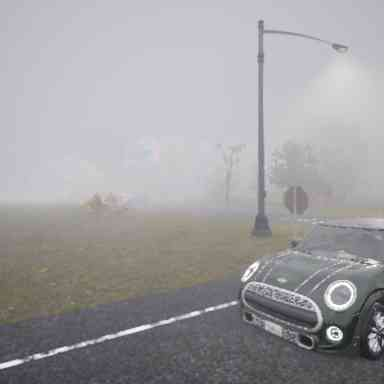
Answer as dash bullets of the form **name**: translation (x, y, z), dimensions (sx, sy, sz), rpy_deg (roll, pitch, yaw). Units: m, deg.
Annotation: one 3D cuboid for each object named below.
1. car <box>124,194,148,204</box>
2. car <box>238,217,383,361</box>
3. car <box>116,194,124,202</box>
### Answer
- **car**: translation (-9.137, 1.163, 56.390), dimensions (2.128, 1.511, 4.902), rpy_deg (0, 0, -33)
- **car**: translation (2.972, 1.299, 5.973), dimensions (4.553, 1.767, 2.097), rpy_deg (-1, 0, -35)
- **car**: translation (-13.462, 1.133, 62.830), dimensions (1.882, 1.535, 5.008), rpy_deg (0, 0, -34)
